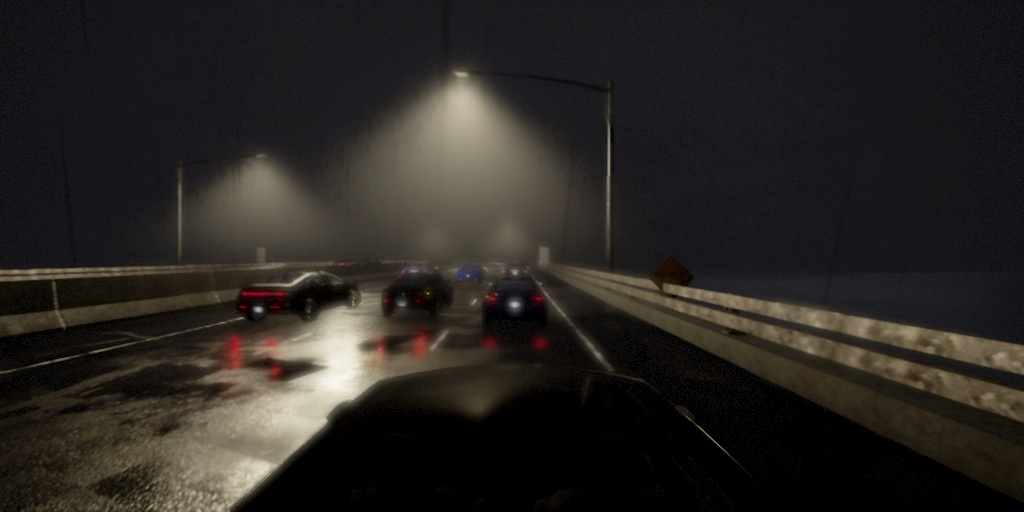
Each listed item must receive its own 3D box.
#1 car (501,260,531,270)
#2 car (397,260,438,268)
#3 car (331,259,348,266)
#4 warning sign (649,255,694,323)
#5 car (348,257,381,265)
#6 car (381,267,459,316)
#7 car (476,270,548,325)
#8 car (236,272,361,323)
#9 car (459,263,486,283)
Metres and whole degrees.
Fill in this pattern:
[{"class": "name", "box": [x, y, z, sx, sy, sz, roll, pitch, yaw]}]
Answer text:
[{"class": "car", "box": [0.266, 1.186, 27.006, 2.097, 1.767, 4.553, 0, 0, 1]}, {"class": "car", "box": [-6.734, 1.185, 27.091, 2.097, 1.767, 4.553, 0, 0, 1]}, {"class": "car", "box": [-23.850, 1.284, 50.878, 2.097, 1.767, 4.553, 0, 0, 2]}, {"class": "warning sign", "box": [4.571, 0.893, 10.247, 1.300, 1.860, 1.060, 0, 0, 0]}, {"class": "car", "box": [-20.365, 1.151, 50.548, 2.150, 2.045, 5.566, 0, 0, 2]}, {"class": "car", "box": [-3.377, 1.311, 13.404, 1.812, 1.442, 4.674, 0, 0, 1]}, {"class": "car", "box": [0.106, 1.344, 12.014, 1.994, 1.385, 4.181, 0, 0, 1]}, {"class": "car", "box": [-6.893, 1.272, 12.221, 2.128, 1.511, 4.902, 0, 0, 1]}, {"class": "car", "box": [-3.196, 1.320, 28.905, 1.882, 1.535, 5.008, 0, 0, 1]}]
